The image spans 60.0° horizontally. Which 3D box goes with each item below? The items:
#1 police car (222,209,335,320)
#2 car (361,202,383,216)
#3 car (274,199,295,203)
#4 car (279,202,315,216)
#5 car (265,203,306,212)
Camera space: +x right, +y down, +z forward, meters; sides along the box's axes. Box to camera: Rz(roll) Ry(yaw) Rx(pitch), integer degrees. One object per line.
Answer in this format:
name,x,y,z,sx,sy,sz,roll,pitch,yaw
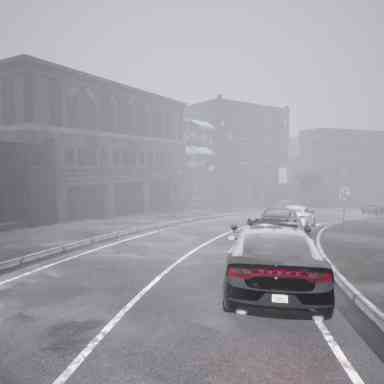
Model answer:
police car,1.816,1.432,7.625,1.930,1.638,5.238,1,0,10
car,22.134,1.991,39.571,4.902,1.511,2.128,2,3,-33
car,8.781,1.501,31.923,1.837,1.490,4.892,3,1,40
car,6.857,1.606,21.746,1.812,1.442,4.674,2,1,29
car,4.435,1.543,16.602,1.837,1.490,4.892,2,0,22
